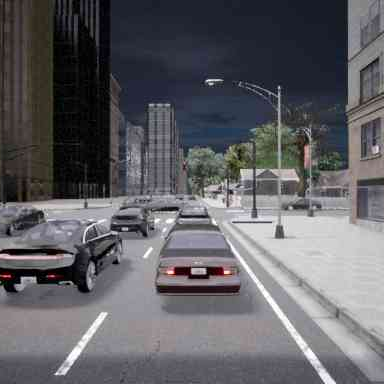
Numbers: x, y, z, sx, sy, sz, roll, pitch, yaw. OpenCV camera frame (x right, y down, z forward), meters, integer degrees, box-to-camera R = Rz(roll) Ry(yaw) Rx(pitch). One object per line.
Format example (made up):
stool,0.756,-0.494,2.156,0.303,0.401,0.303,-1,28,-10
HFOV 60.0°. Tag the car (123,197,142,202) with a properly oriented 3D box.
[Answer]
car,-9.812,1.486,53.797,2.128,1.511,4.902,0,0,1

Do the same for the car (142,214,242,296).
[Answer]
car,0.093,1.545,8.785,2.033,1.411,5.357,0,0,-1

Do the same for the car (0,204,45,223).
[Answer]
car,-9.774,1.491,18.123,2.128,1.511,4.902,0,0,1

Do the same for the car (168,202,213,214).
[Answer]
car,0.103,1.491,17.839,2.128,1.511,4.902,0,0,0

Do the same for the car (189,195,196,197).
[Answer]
car,0.022,1.494,84.129,1.837,1.490,4.892,0,0,0

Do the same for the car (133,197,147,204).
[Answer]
car,-9.776,1.594,63.117,1.895,1.301,4.718,0,0,1

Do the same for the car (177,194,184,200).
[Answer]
car,-3.225,1.310,93.958,1.882,1.535,5.008,0,0,0

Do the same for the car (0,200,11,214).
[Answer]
car,-21.366,1.511,33.943,4.674,1.442,1.812,0,-1,-4

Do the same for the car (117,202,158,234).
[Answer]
car,-3.145,1.504,18.116,1.837,1.490,4.892,0,0,0

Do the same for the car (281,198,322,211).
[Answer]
car,13.293,1.554,40.739,4.892,1.490,1.837,0,-1,0

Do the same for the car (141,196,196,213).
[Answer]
car,-2.330,1.473,34.156,4.902,1.511,2.128,0,-1,0

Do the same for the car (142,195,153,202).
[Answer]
car,-9.731,1.516,73.229,1.812,1.442,4.674,0,0,0

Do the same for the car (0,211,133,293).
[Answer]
car,-3.149,1.492,8.856,2.128,1.511,4.902,0,0,0

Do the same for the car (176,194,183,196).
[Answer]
car,-3.228,1.341,83.923,2.097,1.767,4.553,0,0,0
